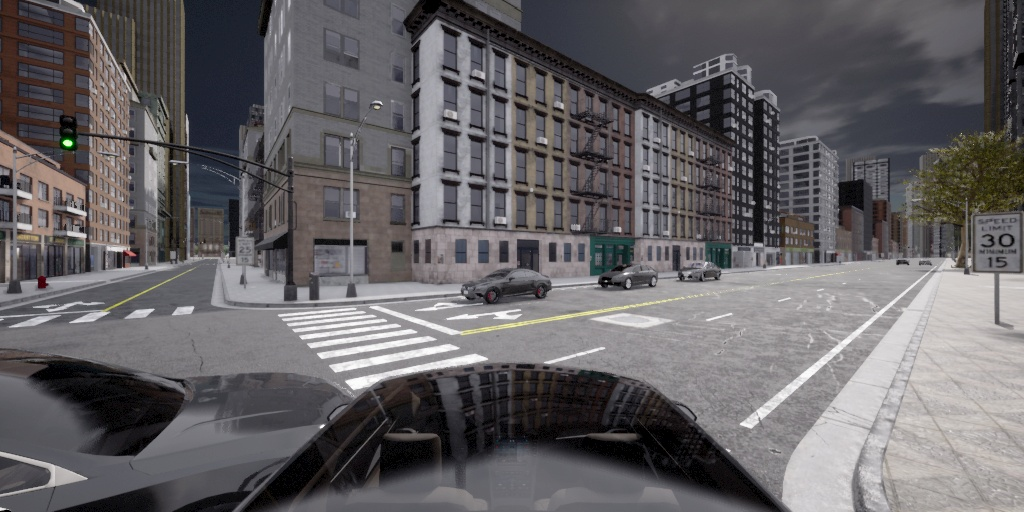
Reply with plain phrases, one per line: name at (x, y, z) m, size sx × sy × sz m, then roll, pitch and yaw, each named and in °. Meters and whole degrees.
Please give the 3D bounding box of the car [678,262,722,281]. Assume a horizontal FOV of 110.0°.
car at (15.463, 1.234, 29.477) m, size 4.902 × 1.511 × 2.128 m, roll 0°, pitch 0°, yaw -39°

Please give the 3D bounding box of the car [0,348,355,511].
car at (-3.234, 1.257, 1.683) m, size 4.892 × 1.490 × 1.837 m, roll 0°, pitch 0°, yaw -35°

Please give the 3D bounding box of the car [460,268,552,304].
car at (-0.152, 1.286, 16.676) m, size 4.674 × 1.442 × 1.812 m, roll 0°, pitch 0°, yaw -39°

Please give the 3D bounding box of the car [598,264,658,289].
car at (7.497, 1.257, 22.953) m, size 4.892 × 1.490 × 1.837 m, roll 0°, pitch 0°, yaw -39°
